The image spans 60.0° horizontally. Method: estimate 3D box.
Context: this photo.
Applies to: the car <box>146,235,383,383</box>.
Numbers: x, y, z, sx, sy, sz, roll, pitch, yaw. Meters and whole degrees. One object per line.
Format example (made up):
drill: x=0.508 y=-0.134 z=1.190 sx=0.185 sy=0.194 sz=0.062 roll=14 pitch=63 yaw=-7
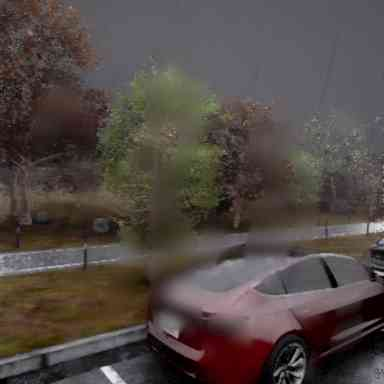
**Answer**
car: x=1.620 y=1.550 z=5.203 sx=4.792 sy=1.488 sz=2.163 roll=-1 pitch=0 yaw=-37
